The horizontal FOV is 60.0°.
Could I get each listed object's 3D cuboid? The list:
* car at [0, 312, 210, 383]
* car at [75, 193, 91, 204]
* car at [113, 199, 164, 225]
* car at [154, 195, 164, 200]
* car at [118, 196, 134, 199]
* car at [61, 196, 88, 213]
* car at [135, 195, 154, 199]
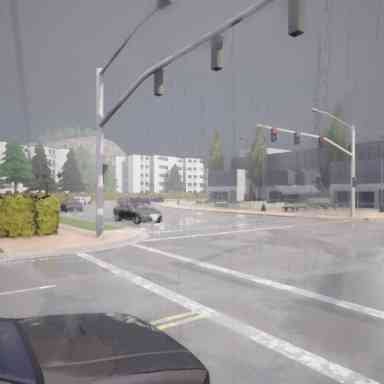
[{"bbox_3d":[-2.380,1.547,2.067,5.357,1.411,2.033,0,0,-35],"label":"car"},{"bbox_3d":[-19.397,1.226,58.399,2.150,2.045,5.566,0,0,-3],"label":"car"},{"bbox_3d":[-3.988,1.490,23.930,2.128,1.511,4.902,0,0,-39],"label":"car"},{"bbox_3d":[-7.556,1.354,70.921,2.097,1.767,4.553,0,0,17],"label":"car"},{"bbox_3d":[-12.079,1.492,58.840,2.128,1.511,4.902,0,0,-4],"label":"car"},{"bbox_3d":[-13.691,1.548,37.702,2.033,1.411,5.357,0,0,-29],"label":"car"},{"bbox_3d":[-8.650,1.505,61.156,1.837,1.490,4.892,0,0,-1],"label":"car"}]
